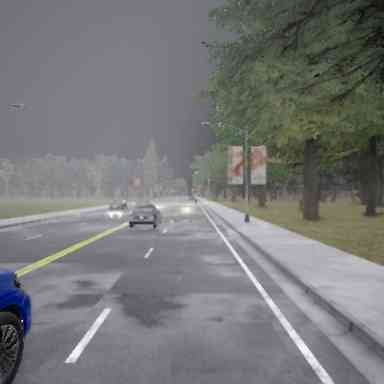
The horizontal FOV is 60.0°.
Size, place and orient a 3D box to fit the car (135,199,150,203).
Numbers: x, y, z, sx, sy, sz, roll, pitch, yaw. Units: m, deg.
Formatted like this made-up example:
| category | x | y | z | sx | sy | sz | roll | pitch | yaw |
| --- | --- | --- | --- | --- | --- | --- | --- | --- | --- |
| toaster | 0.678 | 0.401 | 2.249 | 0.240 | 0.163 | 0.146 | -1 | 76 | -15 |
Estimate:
| category | x | y | z | sx | sy | sz | roll | pitch | yaw |
| --- | --- | --- | --- | --- | --- | --- | --- | --- | --- |
| car | -6.623 | 1.738 | 45.364 | 2.128 | 1.511 | 4.902 | 0 | 0 | 0 |

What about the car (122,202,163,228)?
| category | x | y | z | sx | sy | sz | roll | pitch | yaw |
| --- | --- | --- | --- | --- | --- | --- | --- | --- | --- |
| car | -3.172 | 1.671 | 23.407 | 2.033 | 1.411 | 5.357 | 0 | 0 | 0 |

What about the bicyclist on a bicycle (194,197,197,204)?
| category | x | y | z | sx | sy | sz | roll | pitch | yaw |
| --- | --- | --- | --- | --- | --- | --- | --- | --- | --- |
| bicyclist on a bicycle | 0.817 | 1.874 | 76.340 | 0.866 | 1.612 | 1.509 | 0 | -1 | 0 |

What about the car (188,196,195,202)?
| category | x | y | z | sx | sy | sz | roll | pitch | yaw |
| --- | --- | --- | --- | --- | --- | --- | --- | --- | --- |
| car | -0.082 | 1.920 | 94.427 | 1.837 | 1.490 | 4.892 | 0 | 0 | 0 |

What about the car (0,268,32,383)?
| category | x | y | z | sx | sy | sz | roll | pitch | yaw |
| --- | --- | --- | --- | --- | --- | --- | --- | --- | --- |
| car | -3.153 | 1.234 | 1.960 | 2.150 | 2.045 | 5.566 | 0 | 0 | 0 |

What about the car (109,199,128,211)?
| category | x | y | z | sx | sy | sz | roll | pitch | yaw |
| --- | --- | --- | --- | --- | --- | --- | --- | --- | --- |
| car | -9.875 | 1.735 | 44.927 | 2.128 | 1.511 | 4.902 | 0 | 0 | 0 |

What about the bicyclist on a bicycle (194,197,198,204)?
| category | x | y | z | sx | sy | sz | roll | pitch | yaw |
| --- | --- | --- | --- | --- | --- | --- | --- | --- | --- |
| bicyclist on a bicycle | 0.830 | 1.818 | 67.365 | 0.866 | 1.612 | 1.509 | 0 | -1 | 0 |
